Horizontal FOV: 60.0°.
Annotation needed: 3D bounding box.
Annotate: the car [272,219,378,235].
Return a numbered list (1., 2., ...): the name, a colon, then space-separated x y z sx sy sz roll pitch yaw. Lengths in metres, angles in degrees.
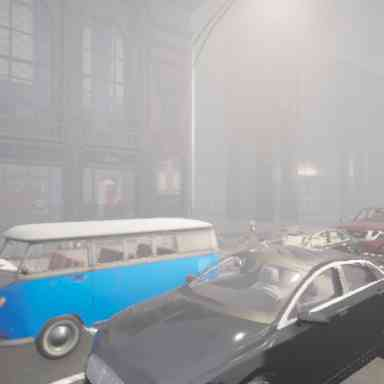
1. car: 3.068 1.634 9.255 4.403 1.369 2.008 0 -1 -38

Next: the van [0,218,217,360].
1. van: -1.333 1.389 5.765 3.998 1.788 1.690 0 -1 -38

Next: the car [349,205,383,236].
1. car: 7.470 1.434 12.748 5.009 1.841 2.192 0 -1 -38

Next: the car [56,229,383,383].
1. car: 1.124 1.530 4.314 4.902 1.511 2.128 0 -1 -38
